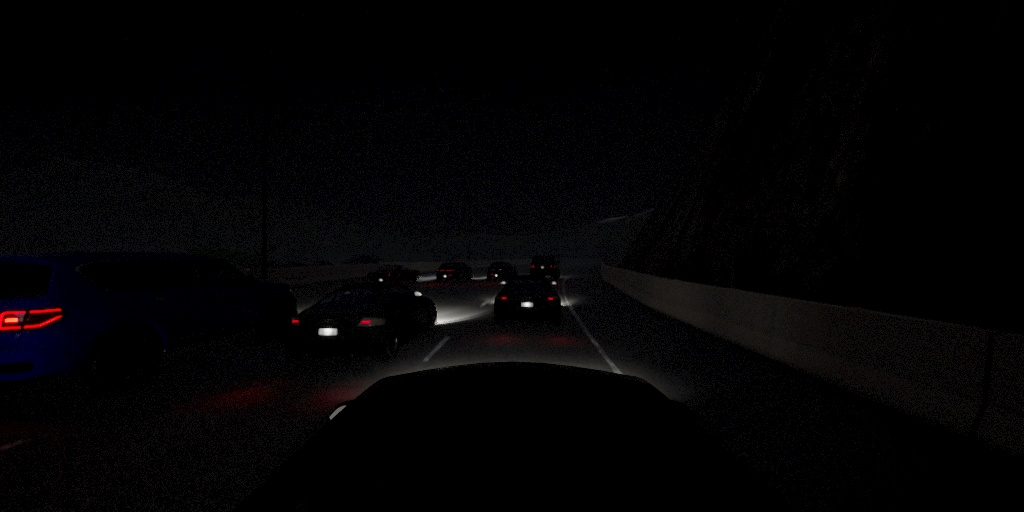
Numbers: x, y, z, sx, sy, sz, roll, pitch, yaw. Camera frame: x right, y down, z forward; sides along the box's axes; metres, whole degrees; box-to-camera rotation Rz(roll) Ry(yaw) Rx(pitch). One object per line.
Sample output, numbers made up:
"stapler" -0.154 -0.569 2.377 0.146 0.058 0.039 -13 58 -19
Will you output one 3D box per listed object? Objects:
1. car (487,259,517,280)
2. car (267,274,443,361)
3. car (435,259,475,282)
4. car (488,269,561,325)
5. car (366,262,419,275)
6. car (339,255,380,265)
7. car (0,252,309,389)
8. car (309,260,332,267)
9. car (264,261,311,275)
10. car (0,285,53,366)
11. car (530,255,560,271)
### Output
"car" -0.794 1.234 29.759 1.837 1.490 4.892 0 0 10
"car" -3.152 1.302 8.315 1.994 1.385 4.181 0 0 3
"car" -4.528 1.225 28.657 1.837 1.490 4.892 0 0 9
"car" 0.549 1.308 11.867 1.994 1.385 4.181 0 0 4
"car" -8.470 1.313 26.199 1.895 1.301 4.718 0 0 8
"car" -16.838 0.904 39.849 2.150 2.045 5.566 0 0 13
"car" -6.740 0.951 6.960 2.150 2.045 5.566 0 0 2
"car" -20.847 1.200 37.699 1.812 1.442 4.674 0 0 12
"car" -24.178 1.230 38.817 1.994 1.385 4.181 0 0 12
"car" -10.273 1.287 5.140 1.994 1.385 4.181 0 0 1
"car" 2.821 0.959 30.204 2.150 2.045 5.566 0 0 10
